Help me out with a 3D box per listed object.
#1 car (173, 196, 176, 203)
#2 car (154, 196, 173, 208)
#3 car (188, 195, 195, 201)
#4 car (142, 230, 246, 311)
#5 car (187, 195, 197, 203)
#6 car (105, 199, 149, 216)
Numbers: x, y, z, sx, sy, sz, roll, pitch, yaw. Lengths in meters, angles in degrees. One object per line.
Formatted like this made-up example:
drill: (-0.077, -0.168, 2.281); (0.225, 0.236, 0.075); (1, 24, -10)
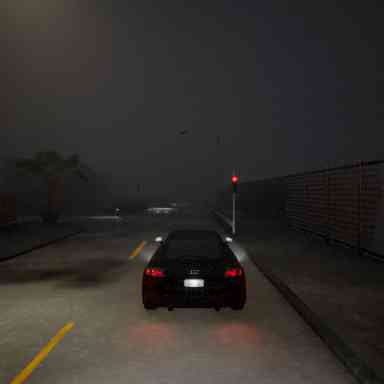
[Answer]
car: (-4.178, 1.477, 66.802); (1.882, 1.535, 5.008); (0, 0, 0)
car: (-4.208, 1.564, 47.678); (1.994, 1.385, 4.181); (0, 0, 0)
car: (-0.205, 1.524, 85.797); (1.812, 1.442, 4.674); (0, 0, 0)
car: (0.045, 1.564, 7.827); (1.994, 1.385, 4.181); (0, 0, 0)
car: (-0.078, 1.525, 69.726); (1.812, 1.442, 4.674); (0, 0, 0)
car: (-6.237, 1.506, 32.272); (1.837, 1.490, 4.892); (4, 2, 32)
